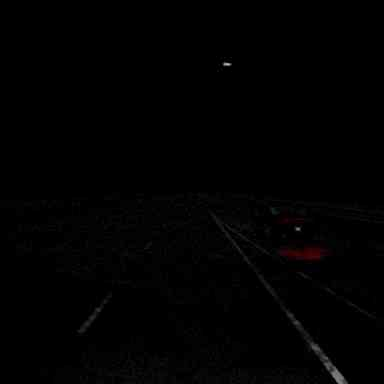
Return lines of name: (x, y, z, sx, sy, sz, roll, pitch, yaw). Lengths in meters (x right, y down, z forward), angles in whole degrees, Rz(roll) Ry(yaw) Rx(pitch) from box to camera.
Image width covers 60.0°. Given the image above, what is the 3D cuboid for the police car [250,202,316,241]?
police car: (4.171, 1.302, 16.171, 1.930, 1.638, 5.238, 0, 0, -4)
